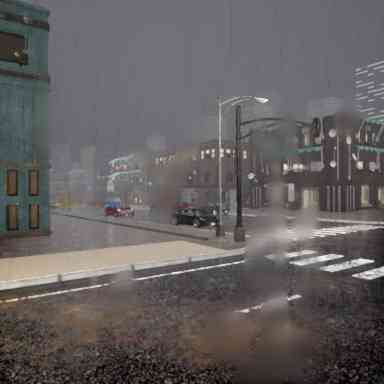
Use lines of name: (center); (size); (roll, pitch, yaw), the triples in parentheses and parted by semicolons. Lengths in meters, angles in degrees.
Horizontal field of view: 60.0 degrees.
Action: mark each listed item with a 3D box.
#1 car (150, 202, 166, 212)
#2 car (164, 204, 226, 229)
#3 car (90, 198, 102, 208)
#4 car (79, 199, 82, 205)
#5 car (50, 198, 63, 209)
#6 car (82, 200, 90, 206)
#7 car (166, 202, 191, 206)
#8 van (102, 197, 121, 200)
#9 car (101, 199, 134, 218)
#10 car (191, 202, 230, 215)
car: (-4.142, 1.966, 44.894); (1.802, 1.307, 4.206); (-1, 0, -35)
car: (0.134, 1.814, 24.137); (1.947, 1.339, 4.313); (-1, 0, -35)
car: (-16.942, 1.939, 62.965); (2.192, 1.841, 5.009); (-1, 0, -35)
car: (-26.530, 2.364, 76.519); (1.947, 1.339, 4.313); (-1, 0, -35)
car: (-23.677, 2.232, 57.983); (1.752, 1.417, 4.829); (-1, 0, -35)
car: (-20.134, 2.227, 67.483); (1.887, 1.381, 4.507); (-1, 0, -35)
car: (-0.945, 1.903, 40.377); (1.802, 1.307, 4.206); (-2, 0, -35)
van: (-13.743, 1.906, 58.447); (1.690, 1.788, 3.998); (-1, 0, -35)
car: (-7.787, 1.846, 35.533); (1.967, 1.590, 4.097); (-1, 0, -35)
car: (2.252, 1.809, 35.859); (2.008, 1.369, 4.403); (-2, 0, -35)
